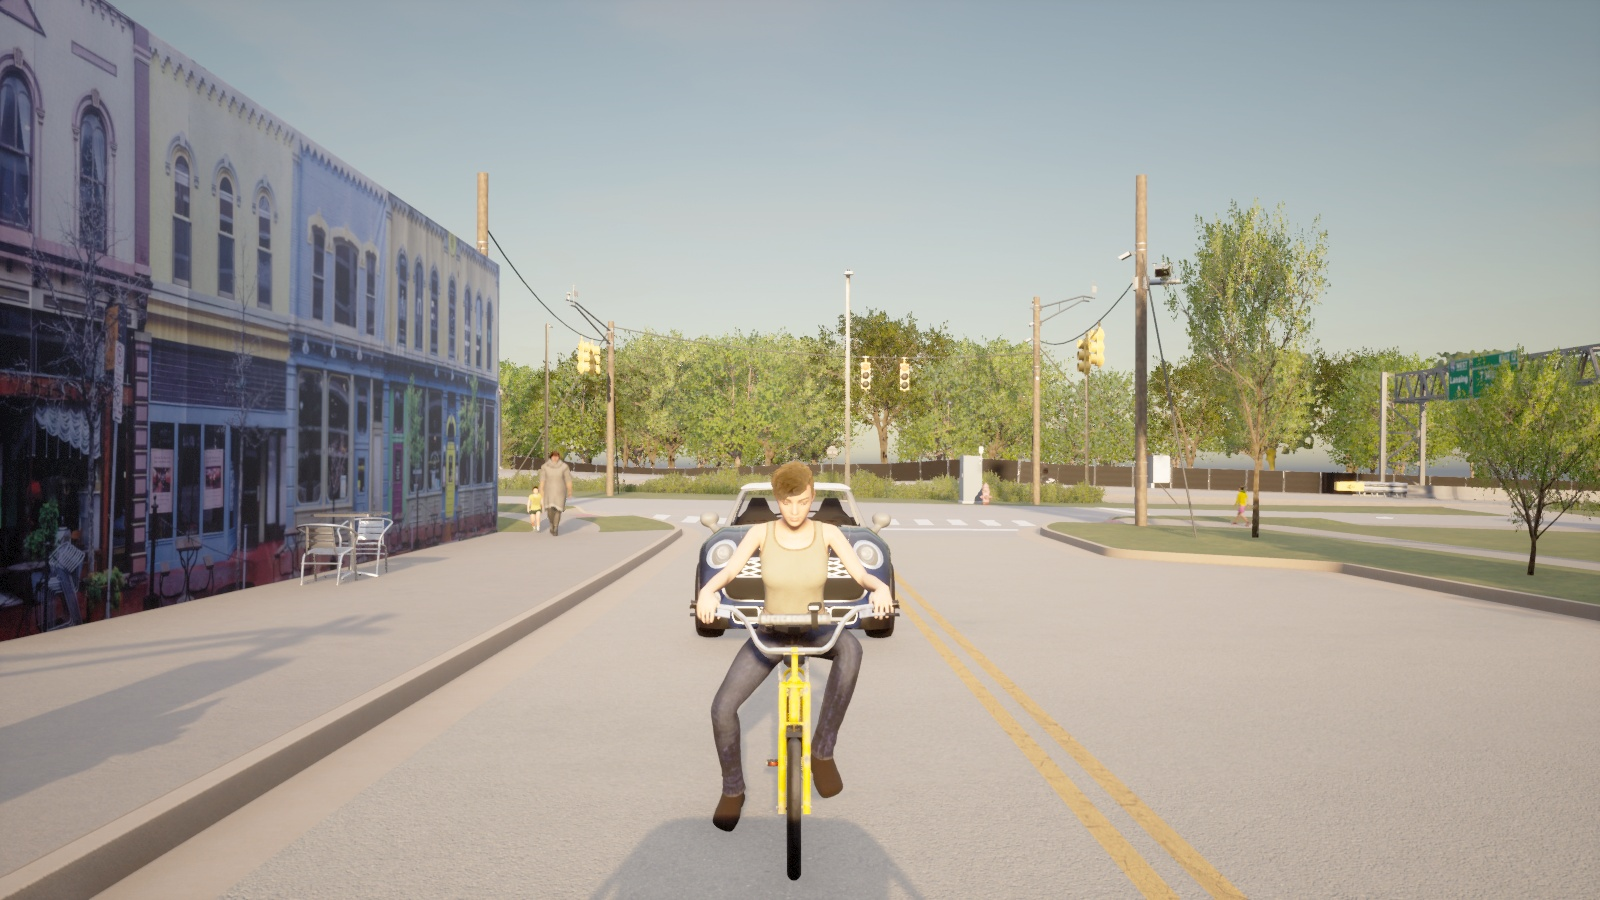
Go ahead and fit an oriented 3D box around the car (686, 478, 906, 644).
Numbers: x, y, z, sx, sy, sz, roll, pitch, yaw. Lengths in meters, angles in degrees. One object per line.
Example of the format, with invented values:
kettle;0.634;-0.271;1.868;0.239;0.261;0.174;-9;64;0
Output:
car;-0.039;1.037;13.186;1.970;1.475;3.806;0;-1;0

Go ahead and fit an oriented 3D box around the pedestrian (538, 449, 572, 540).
pedestrian;-5.307;0.951;27.241;0.659;1.952;0.873;0;-1;-7

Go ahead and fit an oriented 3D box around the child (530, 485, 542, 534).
child;-6.006;1.347;28.554;0.255;1.110;0.394;0;-1;-10

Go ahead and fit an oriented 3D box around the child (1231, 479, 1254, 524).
child;11.570;1.344;32.839;0.299;1.160;0.473;0;-1;-39

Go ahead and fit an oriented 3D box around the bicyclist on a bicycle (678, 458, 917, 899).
bicyclist on a bicycle;-0.017;0.853;5.334;0.866;1.612;1.509;0;-1;-1
